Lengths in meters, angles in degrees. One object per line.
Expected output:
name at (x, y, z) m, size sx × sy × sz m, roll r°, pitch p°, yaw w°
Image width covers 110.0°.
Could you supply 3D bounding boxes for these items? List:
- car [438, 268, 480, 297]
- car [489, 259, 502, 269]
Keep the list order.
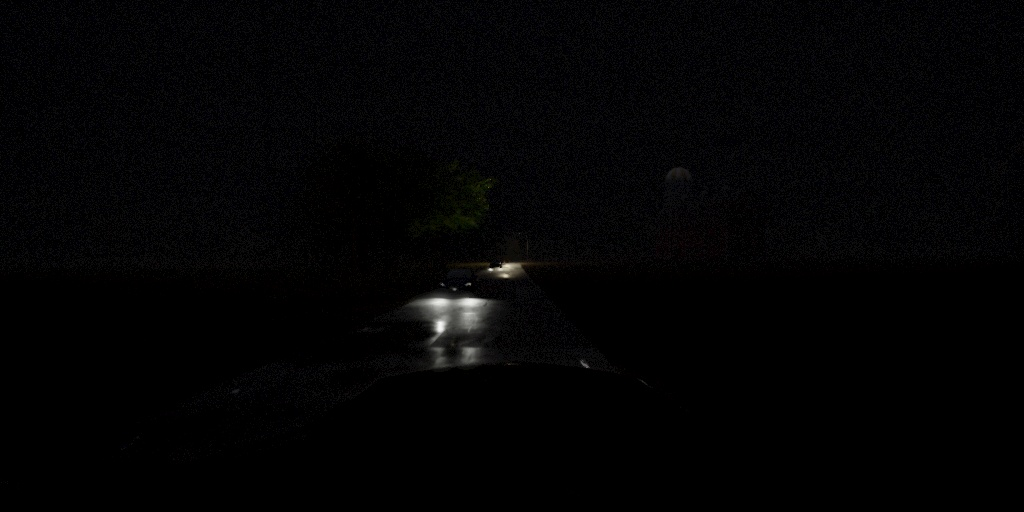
car at (-2.855, 1.404, 20.184) m, size 1.812 × 1.442 × 4.674 m, roll 0°, pitch 0°, yaw 0°
car at (-2.775, 1.258, 61.362) m, size 2.097 × 1.767 × 4.553 m, roll 0°, pitch 0°, yaw 1°
